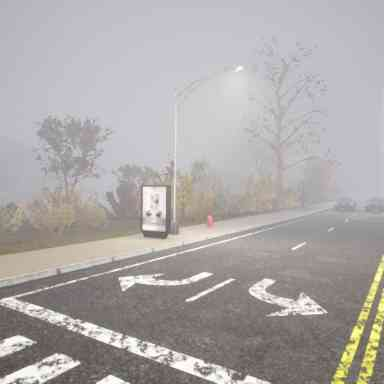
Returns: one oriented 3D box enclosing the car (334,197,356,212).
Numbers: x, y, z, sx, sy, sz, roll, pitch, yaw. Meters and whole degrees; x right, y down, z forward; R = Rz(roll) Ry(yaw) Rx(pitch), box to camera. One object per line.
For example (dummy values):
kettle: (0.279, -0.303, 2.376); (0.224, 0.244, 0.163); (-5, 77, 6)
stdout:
car: (18.438, 1.390, 39.950); (2.097, 1.767, 4.553); (0, 0, 30)

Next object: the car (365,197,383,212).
car: (21.253, 1.393, 38.326); (2.097, 1.767, 4.553); (0, 0, 30)
